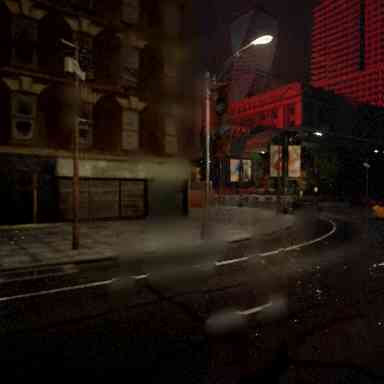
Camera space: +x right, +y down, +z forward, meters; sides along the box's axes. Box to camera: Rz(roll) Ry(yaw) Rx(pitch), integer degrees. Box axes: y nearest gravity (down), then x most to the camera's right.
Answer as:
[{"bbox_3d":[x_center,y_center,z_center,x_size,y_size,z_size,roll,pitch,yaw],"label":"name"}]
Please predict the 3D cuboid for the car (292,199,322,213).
[{"bbox_3d":[13.085,1.546,38.220,1.837,1.490,4.892,1,0,-6],"label":"car"}]

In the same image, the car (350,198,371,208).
[{"bbox_3d":[25.219,1.587,48.519,2.002,1.452,4.674,0,0,-16],"label":"car"}]

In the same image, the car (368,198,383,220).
[{"bbox_3d":[15.920,1.518,26.117,1.882,1.535,5.008,0,0,11],"label":"car"}]

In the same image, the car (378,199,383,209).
[{"bbox_3d":[26.516,1.661,42.937,1.895,1.301,4.718,0,0,-6],"label":"car"}]

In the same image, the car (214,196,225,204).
[{"bbox_3d":[4.603,1.480,66.585,2.128,1.511,4.902,0,0,-35],"label":"car"}]
